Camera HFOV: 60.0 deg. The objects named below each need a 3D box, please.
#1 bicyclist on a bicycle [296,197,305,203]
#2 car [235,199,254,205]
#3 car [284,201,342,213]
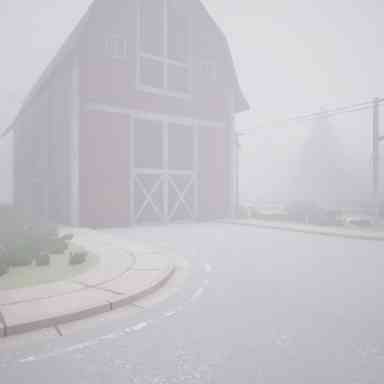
[{"bbox_3d":[13.285,1.322,40.249,1.656,1.620,0.582,46,-25,-24],"label":"bicyclist on a bicycle"},{"bbox_3d":[5.415,1.552,38.675,1.812,1.442,4.674,0,0,-34],"label":"car"},{"bbox_3d":[10.964,1.574,30.625,2.033,1.411,5.357,0,0,-35],"label":"car"}]
